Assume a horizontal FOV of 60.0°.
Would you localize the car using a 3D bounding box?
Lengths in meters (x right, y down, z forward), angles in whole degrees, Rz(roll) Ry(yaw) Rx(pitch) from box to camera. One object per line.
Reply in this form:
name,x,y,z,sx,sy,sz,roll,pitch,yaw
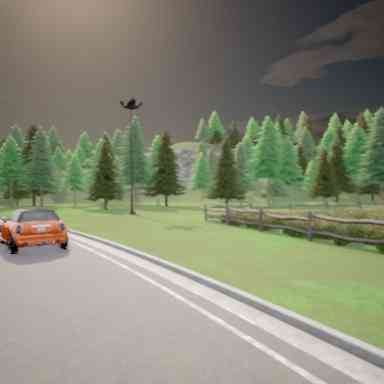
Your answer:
car,-7.061,1.494,14.664,2.097,1.767,4.553,0,0,-35
